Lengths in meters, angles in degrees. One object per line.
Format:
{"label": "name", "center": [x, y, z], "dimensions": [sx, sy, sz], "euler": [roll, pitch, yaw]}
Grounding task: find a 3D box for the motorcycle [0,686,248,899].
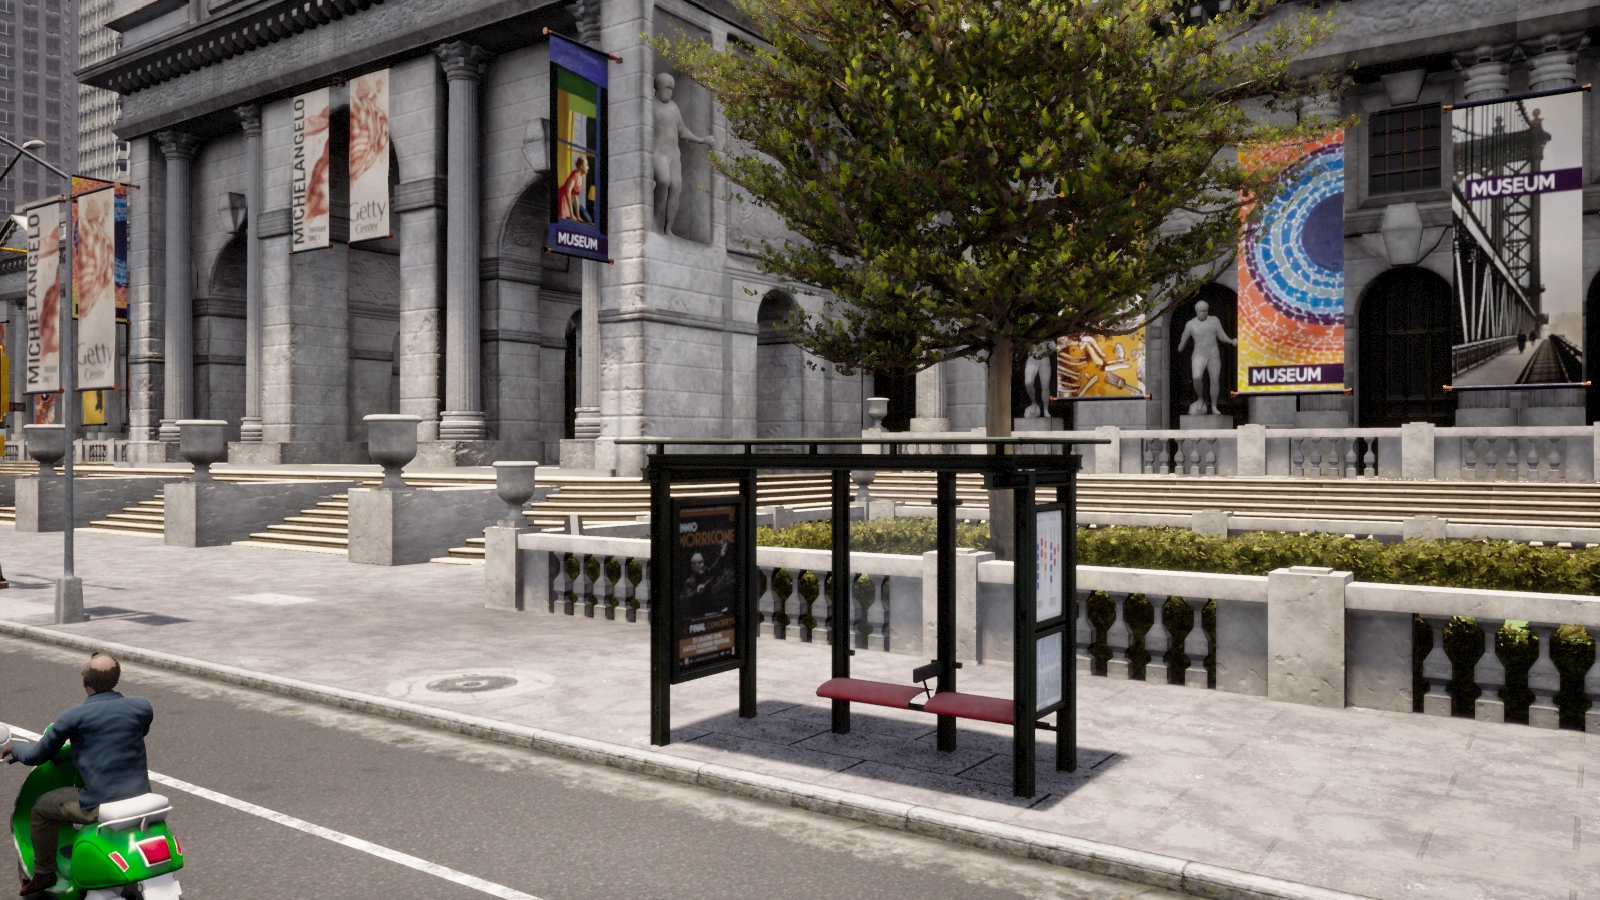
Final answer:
{"label": "motorcycle", "center": [-4.138, 2.179, 6.693], "dimensions": [1.805, 1.236, 0.856], "euler": [0, 0, 35]}
